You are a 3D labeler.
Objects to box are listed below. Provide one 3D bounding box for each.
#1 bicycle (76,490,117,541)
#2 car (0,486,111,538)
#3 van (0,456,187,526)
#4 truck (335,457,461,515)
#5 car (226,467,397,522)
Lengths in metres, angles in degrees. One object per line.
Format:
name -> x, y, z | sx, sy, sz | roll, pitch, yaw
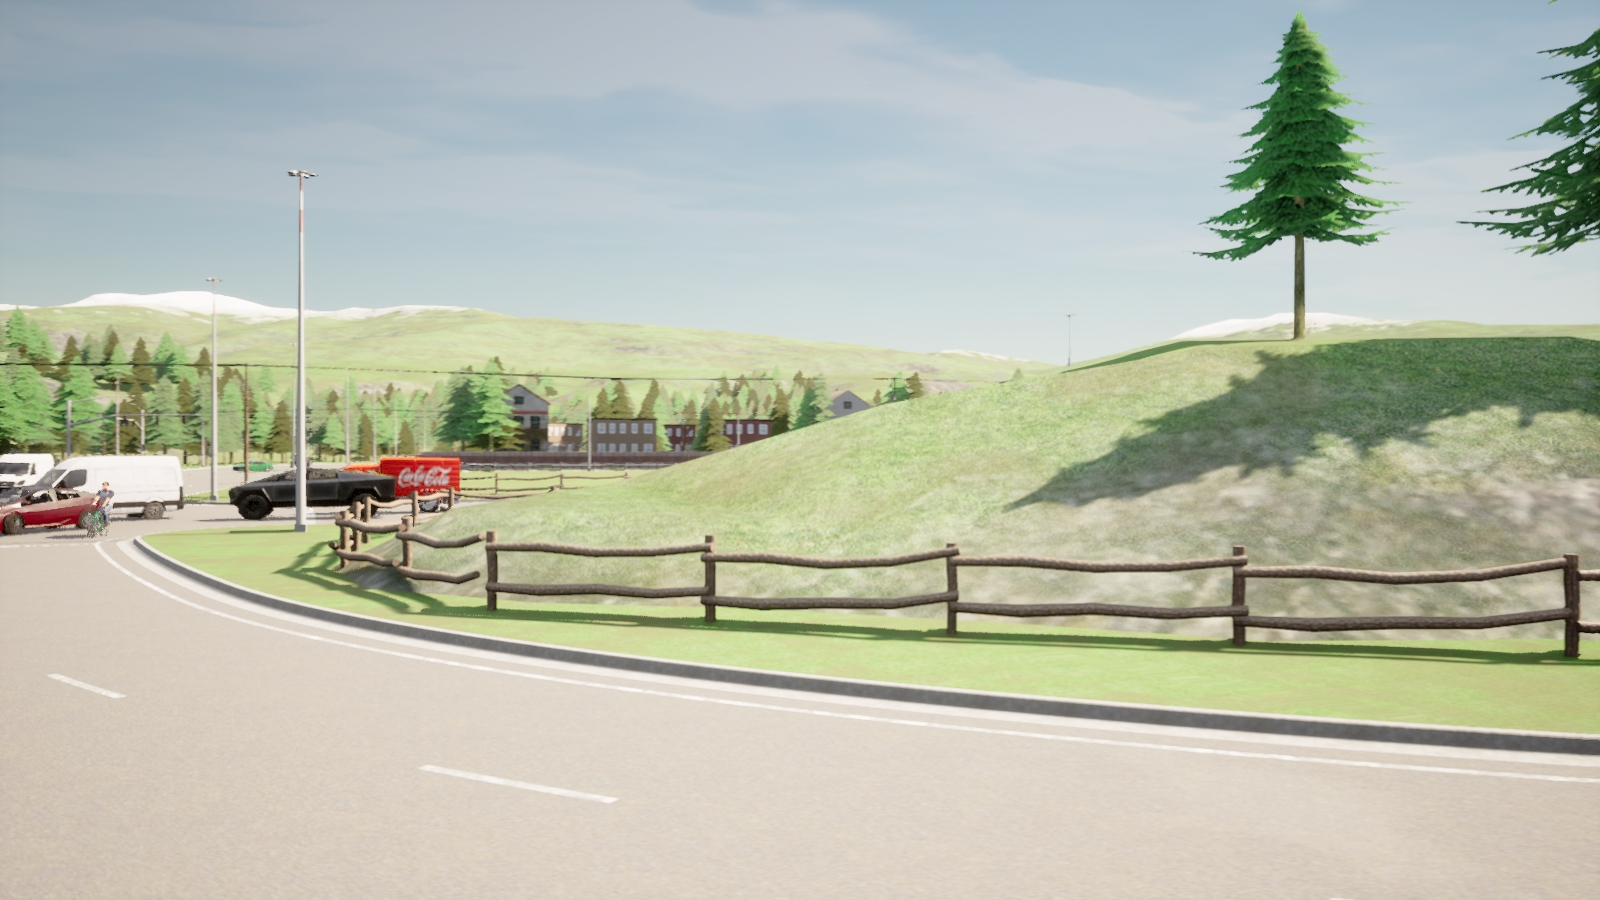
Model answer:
bicycle -> -22.244, 2.053, 36.153 | 0.373, 1.496, 1.643 | 7, -1, -10
car -> -25.995, 2.036, 38.628 | 2.007, 1.525, 4.514 | 0, 0, 14
van -> -27.510, 1.531, 44.716 | 1.988, 2.561, 5.915 | -1, -1, 38
truck -> -17.900, 1.571, 51.065 | 5.204, 2.467, 2.627 | 0, 0, -19
car -> -19.812, 1.754, 46.705 | 6.274, 2.098, 2.390 | 0, 0, -19
